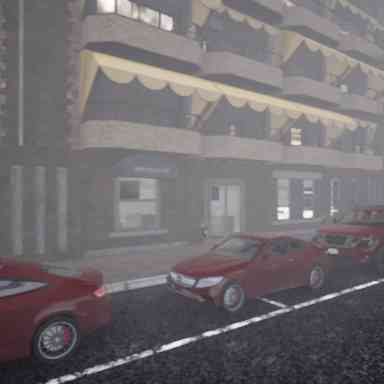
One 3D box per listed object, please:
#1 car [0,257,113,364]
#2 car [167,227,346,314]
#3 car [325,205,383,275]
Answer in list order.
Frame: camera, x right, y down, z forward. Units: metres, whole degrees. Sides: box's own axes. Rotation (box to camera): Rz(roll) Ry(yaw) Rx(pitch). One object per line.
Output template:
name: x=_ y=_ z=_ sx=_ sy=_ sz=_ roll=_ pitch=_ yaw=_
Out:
car: x=-3.152 y=1.581 z=4.312 sx=4.206 sy=1.307 sz=1.802 roll=0 pitch=0 yaw=-36
car: x=1.447 y=1.606 z=7.592 sx=4.206 sy=1.307 sz=1.802 roll=0 pitch=0 yaw=-36
car: x=6.046 y=1.364 z=10.874 sx=5.009 sy=1.841 sz=2.192 roll=0 pitch=0 yaw=-36
